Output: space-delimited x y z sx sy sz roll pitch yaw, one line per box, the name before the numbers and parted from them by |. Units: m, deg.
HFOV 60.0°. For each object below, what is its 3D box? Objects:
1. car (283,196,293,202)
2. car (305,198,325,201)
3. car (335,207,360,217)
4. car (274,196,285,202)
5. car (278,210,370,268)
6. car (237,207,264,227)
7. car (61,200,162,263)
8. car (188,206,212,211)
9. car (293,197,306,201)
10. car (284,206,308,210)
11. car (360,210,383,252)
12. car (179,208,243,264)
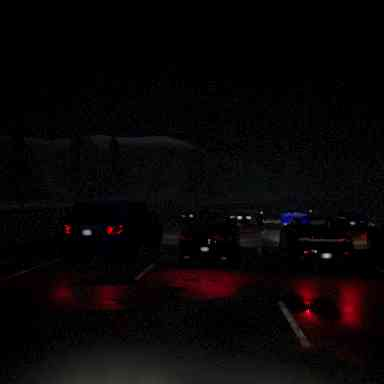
car | 24.130 2.309 77.789 4.674 1.442 1.812 0 -1 -30
car | 27.292 2.330 71.543 4.718 1.301 1.895 0 -1 -30
car | 10.801 1.768 22.757 1.812 1.442 4.674 0 0 21
car | 22.511 2.034 80.892 5.566 2.045 2.150 0 -1 -30
car | 4.231 1.616 11.841 2.128 1.511 4.902 0 0 10
car | 4.093 1.793 24.858 2.033 1.411 5.357 0 -1 21
car | -2.738 1.331 12.675 2.150 2.045 5.566 0 0 9
car | 0.816 1.797 26.085 2.033 1.411 5.357 0 -1 21
car | 25.751 2.115 74.690 4.553 1.767 2.097 0 -1 -30
car | 7.566 1.725 24.085 1.882 1.535 5.008 0 0 21
car | 7.725 1.606 11.475 1.882 1.535 5.008 0 0 10
car | 0.809 1.600 12.562 1.882 1.535 5.008 0 0 10
